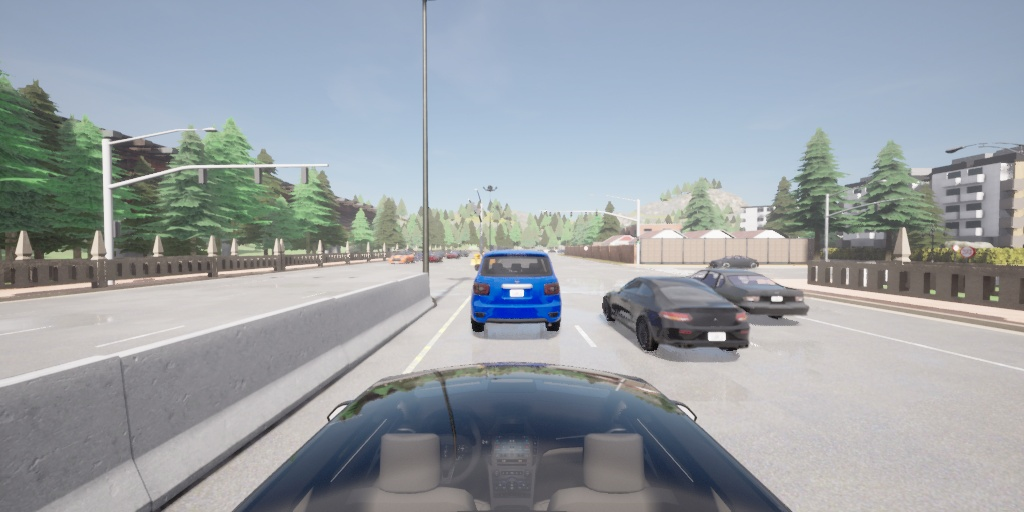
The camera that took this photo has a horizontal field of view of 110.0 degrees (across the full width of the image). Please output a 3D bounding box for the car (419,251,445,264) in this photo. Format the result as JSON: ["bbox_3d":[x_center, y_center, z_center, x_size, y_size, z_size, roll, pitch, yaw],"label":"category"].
[{"bbox_3d":[-10.710,0.368,48.326,1.895,1.301,4.718,0,1,0],"label":"car"}]

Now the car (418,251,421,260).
[{"bbox_3d":[-14.103,-0.098,57.961,2.097,1.767,4.553,0,1,2],"label":"car"}]

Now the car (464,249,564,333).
[{"bbox_3d":[0.065,0.832,10.390,2.150,2.045,5.566,0,1,-1],"label":"car"}]

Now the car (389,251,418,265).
[{"bbox_3d":[-14.212,0.164,46.322,2.097,1.767,4.553,0,1,0],"label":"car"}]

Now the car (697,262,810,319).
[{"bbox_3d":[7.098,1.128,12.023,2.033,1.411,5.357,0,1,2],"label":"car"}]

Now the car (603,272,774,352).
[{"bbox_3d":[3.550,1.177,8.513,1.812,1.442,4.674,0,1,0],"label":"car"}]

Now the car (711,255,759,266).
[{"bbox_3d":[22.004,0.618,35.589,4.181,1.385,1.994,0,1,2],"label":"car"}]
